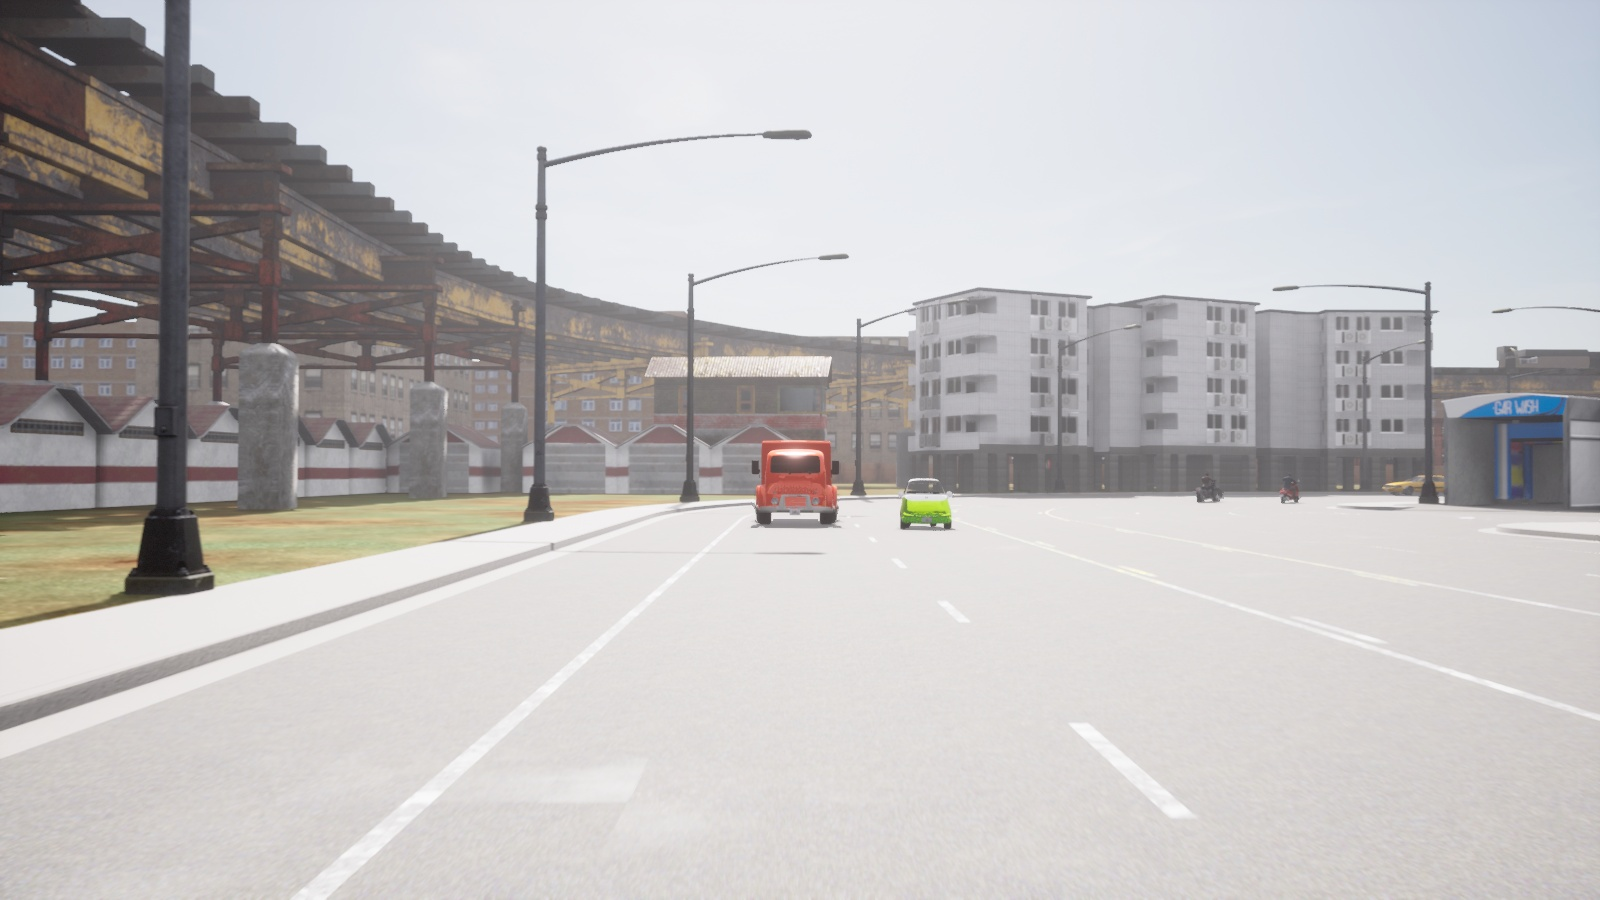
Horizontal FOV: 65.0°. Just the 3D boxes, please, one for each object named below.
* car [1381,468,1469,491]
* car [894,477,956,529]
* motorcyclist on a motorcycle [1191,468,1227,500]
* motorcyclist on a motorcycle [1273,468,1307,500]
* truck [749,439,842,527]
[{"bbox_3d":[43.478,2.040,87.406,5.366,1.575,1.801,0,-1,-6],"label":"car"},{"bbox_3d":[3.415,1.435,34.652,1.481,1.376,2.207,0,-1,0],"label":"car"},{"bbox_3d":[21.618,1.787,66.312,2.350,1.649,0.766,1,-1,-44],"label":"motorcyclist on a motorcycle"},{"bbox_3d":[25.319,1.750,64.853,1.817,1.590,0.866,1,-1,-40],"label":"motorcyclist on a motorcycle"},{"bbox_3d":[-0.105,0.964,38.059,2.627,2.467,5.204,0,-1,0],"label":"truck"}]
